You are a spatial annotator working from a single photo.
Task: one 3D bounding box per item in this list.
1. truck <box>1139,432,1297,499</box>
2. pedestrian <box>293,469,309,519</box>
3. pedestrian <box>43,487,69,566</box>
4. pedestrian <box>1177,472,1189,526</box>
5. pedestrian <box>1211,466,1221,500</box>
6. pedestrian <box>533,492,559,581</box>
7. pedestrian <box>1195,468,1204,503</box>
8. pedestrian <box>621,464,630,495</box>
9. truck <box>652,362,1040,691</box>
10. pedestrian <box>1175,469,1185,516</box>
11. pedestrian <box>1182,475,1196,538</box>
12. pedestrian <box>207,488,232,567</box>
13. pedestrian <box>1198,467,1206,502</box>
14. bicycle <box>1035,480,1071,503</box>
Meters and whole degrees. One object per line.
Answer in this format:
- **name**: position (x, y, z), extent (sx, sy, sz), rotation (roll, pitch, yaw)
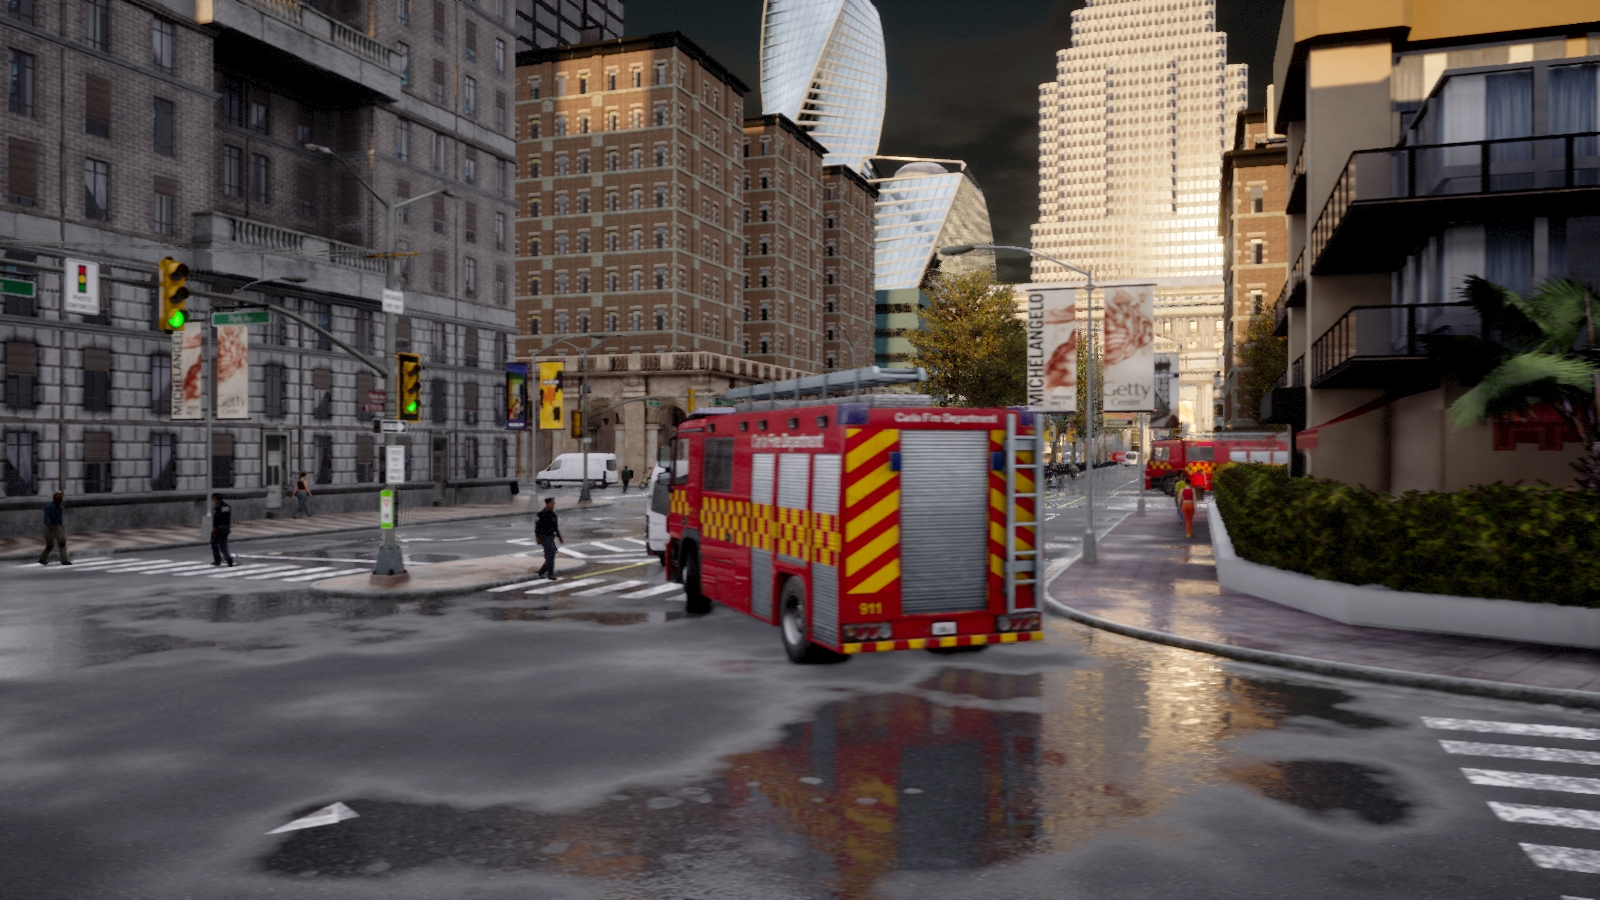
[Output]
- **truck**: position (25.009, 0.890, 68.491), extent (8.468, 3.827, 2.891), rotation (0, 0, 32)
- **pedestrian**: position (-18.897, 1.672, 43.259), extent (0.375, 1.860, 0.375), rotation (0, 0, 20)
- **pedestrian**: position (-17.831, 1.828, 27.380), extent (0.375, 1.860, 0.375), rotation (0, 0, 16)
- **pedestrian**: position (13.255, 1.695, 39.539), extent (0.375, 1.860, 0.375), rotation (0, 0, 17)
- **pedestrian**: position (23.362, 1.849, 64.112), extent (0.375, 1.860, 0.375), rotation (0, 0, -13)
- **pedestrian**: position (-5.410, 1.838, 24.349), extent (0.375, 1.860, 0.375), rotation (0, 0, 34)
- **pedestrian**: position (20.821, 1.848, 59.575), extent (0.375, 1.860, 0.375), rotation (0, 0, 13)
- **pedestrian**: position (-10.807, 1.823, 70.691), extent (0.375, 1.860, 0.375), rotation (0, 0, 24)
- **truck**: position (0.132, 0.886, 17.765), extent (2.891, 3.827, 8.468), rotation (0, 0, -21)
- **pedestrian**: position (15.187, 1.696, 45.648), extent (0.375, 1.860, 0.375), rotation (0, 0, 18)
- **pedestrian**: position (11.701, 1.697, 34.388), extent (0.375, 1.860, 0.375), rotation (0, 0, 17)
- **pedestrian**: position (-13.786, 1.832, 27.143), extent (0.375, 1.860, 0.375), rotation (0, 0, 28)
- **pedestrian**: position (21.635, 1.848, 61.531), extent (0.375, 1.860, 0.375), rotation (0, 0, 14)
- **bicycle**: position (13.393, 2.204, 60.419), extent (1.835, 1.171, 0.329), rotation (0, 0, 20)
